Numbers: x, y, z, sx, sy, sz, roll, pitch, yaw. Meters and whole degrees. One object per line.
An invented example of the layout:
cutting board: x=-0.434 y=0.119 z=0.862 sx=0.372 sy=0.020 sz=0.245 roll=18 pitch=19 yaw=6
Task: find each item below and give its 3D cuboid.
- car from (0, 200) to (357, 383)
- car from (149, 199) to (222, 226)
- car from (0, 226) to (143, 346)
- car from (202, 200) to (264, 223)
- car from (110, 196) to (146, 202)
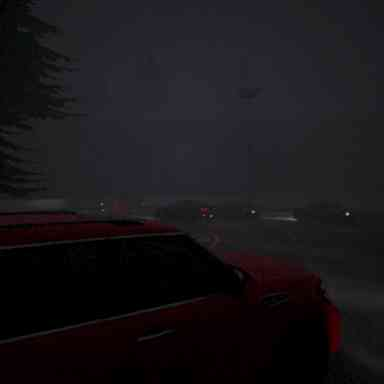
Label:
car: x=-0.943 y=1.208 z=3.102 sx=5.566 sy=2.045 sz=2.150 roll=-1 pitch=1 yaw=-36
car: x=-0.551 y=1.290 z=22.314 sx=4.902 sy=1.511 sz=2.128 roll=0 pitch=0 yaw=45
car: x=-3.695 y=1.546 z=5.462 sx=5.357 sy=1.411 sz=2.033 roll=-1 pitch=1 yaw=-37
car: x=2.823 y=1.303 z=23.890 sx=1.994 sy=1.385 sz=4.181 roll=-1 pitch=1 yaw=-40
car: x=-6.445 y=1.142 z=31.434 sx=4.553 sy=1.767 sz=2.097 roll=-1 pitch=1 yaw=5
